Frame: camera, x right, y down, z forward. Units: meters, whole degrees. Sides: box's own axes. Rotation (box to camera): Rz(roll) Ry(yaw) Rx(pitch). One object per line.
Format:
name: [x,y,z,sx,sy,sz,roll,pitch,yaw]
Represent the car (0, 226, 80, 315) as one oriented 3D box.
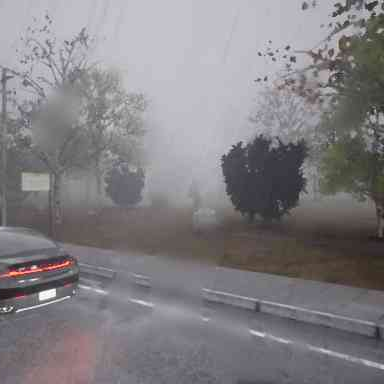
car: [-4.402,1.505,7.135,4.892,1.490,1.837,0,0,37]
